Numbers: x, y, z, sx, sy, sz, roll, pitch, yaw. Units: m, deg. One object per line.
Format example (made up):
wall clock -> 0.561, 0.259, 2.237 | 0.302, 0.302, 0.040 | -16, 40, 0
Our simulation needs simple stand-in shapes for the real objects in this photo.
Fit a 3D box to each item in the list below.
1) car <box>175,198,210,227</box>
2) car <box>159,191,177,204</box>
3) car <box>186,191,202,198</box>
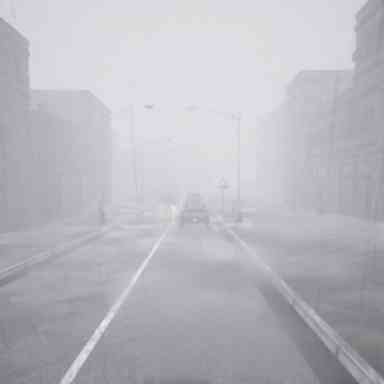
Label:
car -> 0.170, 1.421, 22.301 | 2.128, 1.511, 4.902 | 0, 1, 0
car -> -2.948, 0.636, 41.473 | 1.837, 1.490, 4.892 | 1, 4, 0
car -> 0.232, 0.567, 42.318 | 2.128, 1.511, 4.902 | 0, 5, 0
